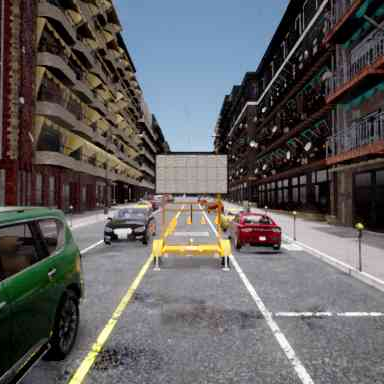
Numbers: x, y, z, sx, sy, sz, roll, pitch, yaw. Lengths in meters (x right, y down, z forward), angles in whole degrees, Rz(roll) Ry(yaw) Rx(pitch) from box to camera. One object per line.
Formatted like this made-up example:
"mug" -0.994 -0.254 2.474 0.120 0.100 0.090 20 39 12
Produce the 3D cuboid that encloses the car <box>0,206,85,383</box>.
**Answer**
"car" -2.746 1.224 3.022 2.150 2.045 5.566 0 0 0

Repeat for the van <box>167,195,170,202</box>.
"van" -5.372 1.473 58.614 1.690 1.788 3.998 1 0 0

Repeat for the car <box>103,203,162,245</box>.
"car" -2.774 1.510 15.657 2.128 1.511 4.902 0 0 0

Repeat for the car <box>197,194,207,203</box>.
"car" 2.443 1.541 80.687 2.192 1.841 5.009 1 0 0

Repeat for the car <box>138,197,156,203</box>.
"car" -5.344 1.588 36.322 1.752 1.417 4.829 2 0 0

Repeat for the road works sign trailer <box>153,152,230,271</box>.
"road works sign trailer" -0.014 0.475 10.980 2.380 3.560 2.880 0 0 0

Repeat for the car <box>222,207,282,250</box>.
"car" 2.567 1.561 14.317 1.887 1.381 4.507 1 0 0

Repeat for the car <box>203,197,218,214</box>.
"car" 2.535 1.608 36.439 1.887 1.381 4.507 1 0 0

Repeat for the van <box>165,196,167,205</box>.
"van" -5.363 1.452 53.082 1.690 1.788 3.998 2 0 0

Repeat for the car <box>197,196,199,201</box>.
"car" 2.496 1.698 64.093 1.887 1.381 4.507 1 0 0

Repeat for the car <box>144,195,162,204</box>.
"car" -5.347 1.393 42.024 2.192 1.841 5.009 2 0 0

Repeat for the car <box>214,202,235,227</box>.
"car" 2.559 1.551 20.019 1.752 1.417 4.829 1 0 0

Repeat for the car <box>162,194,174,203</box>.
"car" -5.394 1.516 75.205 2.192 1.841 5.009 1 0 0

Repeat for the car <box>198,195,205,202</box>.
"car" 2.504 1.676 58.563 1.887 1.381 4.507 1 0 0

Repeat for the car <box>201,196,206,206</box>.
"car" 2.527 1.628 41.971 2.008 1.369 4.403 1 0 0

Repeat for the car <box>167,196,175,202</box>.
"car" -5.417 1.820 86.266 1.947 1.339 4.313 1 0 0

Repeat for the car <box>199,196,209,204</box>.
"car" 2.498 1.617 69.625 1.967 1.590 4.097 1 0 0

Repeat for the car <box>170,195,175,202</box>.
"car" -5.387 1.492 69.675 2.192 1.841 5.009 1 0 0

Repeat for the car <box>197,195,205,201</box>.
"car" 2.424 1.723 91.750 1.967 1.590 4.097 1 0 0
